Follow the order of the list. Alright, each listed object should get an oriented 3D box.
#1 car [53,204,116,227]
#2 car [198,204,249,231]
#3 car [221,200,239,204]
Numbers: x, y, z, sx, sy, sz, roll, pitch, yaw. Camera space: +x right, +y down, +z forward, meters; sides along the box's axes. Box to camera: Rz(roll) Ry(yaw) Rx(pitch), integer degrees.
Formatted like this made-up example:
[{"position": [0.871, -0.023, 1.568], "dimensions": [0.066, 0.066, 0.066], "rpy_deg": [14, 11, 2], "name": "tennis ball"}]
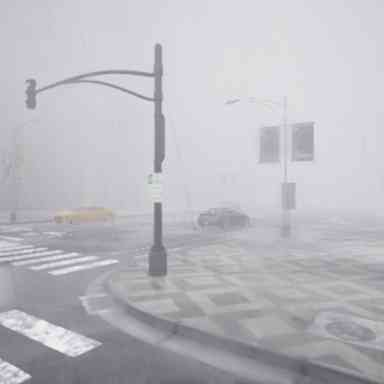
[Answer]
[{"position": [-8.140, 1.721, 25.607], "dimensions": [1.882, 1.535, 5.008], "rpy_deg": [0, -1, 35], "name": "car"}, {"position": [2.312, 1.812, 23.164], "dimensions": [2.128, 1.511, 4.902], "rpy_deg": [0, -1, 35], "name": "car"}, {"position": [4.771, 1.921, 43.808], "dimensions": [2.097, 1.767, 4.553], "rpy_deg": [0, -1, 36], "name": "car"}]
